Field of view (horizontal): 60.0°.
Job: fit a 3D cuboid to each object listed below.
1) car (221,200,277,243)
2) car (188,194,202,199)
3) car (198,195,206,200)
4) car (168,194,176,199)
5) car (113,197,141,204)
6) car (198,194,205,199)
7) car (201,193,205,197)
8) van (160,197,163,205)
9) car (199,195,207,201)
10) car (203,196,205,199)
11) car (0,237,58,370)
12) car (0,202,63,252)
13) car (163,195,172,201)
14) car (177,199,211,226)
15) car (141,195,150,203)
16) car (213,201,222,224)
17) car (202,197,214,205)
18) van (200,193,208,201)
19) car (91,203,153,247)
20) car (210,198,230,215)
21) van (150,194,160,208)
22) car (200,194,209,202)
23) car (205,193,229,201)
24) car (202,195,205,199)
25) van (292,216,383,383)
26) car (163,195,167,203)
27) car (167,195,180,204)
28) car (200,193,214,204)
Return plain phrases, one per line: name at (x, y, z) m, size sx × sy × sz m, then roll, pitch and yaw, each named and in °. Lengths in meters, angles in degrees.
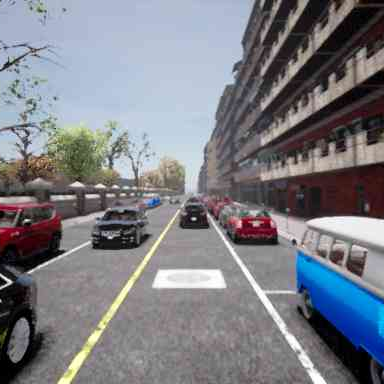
car at (2.694, 1.395, 15.875) m, size 1.967 × 1.590 × 4.097 m, roll 0°, pitch 0°, yaw 0°
car at (0.103, 1.394, 45.274) m, size 1.837 × 1.490 × 4.892 m, roll 0°, pitch 0°, yaw 0°
car at (2.698, 1.390, 89.068) m, size 2.008 × 1.369 × 4.403 m, roll 0°, pitch 0°, yaw 0°
car at (-5.682, 1.400, 94.700) m, size 1.947 × 1.339 × 4.313 m, roll 0°, pitch 0°, yaw 0°
car at (-5.686, 1.367, 27.137) m, size 1.967 × 1.590 × 4.097 m, roll 0°, pitch 0°, yaw 0°
car at (2.699, 1.379, 94.699) m, size 1.887 × 1.381 × 4.507 m, roll 0°, pitch 0°, yaw 0°
car at (2.696, 1.322, 49.655) m, size 1.967 × 1.590 × 4.097 m, roll 0°, pitch 0°, yaw 0°
van at (-5.684, 1.223, 49.655) m, size 1.690 × 1.788 × 3.998 m, roll 0°, pitch 0°, yaw 0°
car at (2.697, 1.410, 83.438) m, size 1.947 × 1.339 × 4.313 m, roll 0°, pitch 0°, yaw 0°
car at (2.695, 1.453, 38.396) m, size 2.008 × 1.369 × 4.403 m, roll 0°, pitch 0°, yaw 0°
car at (-3.098, 1.497, 2.863) m, size 1.837 × 1.490 × 4.892 m, roll 0°, pitch 0°, yaw 0°
car at (-5.687, 1.285, 10.245) m, size 2.192 × 1.841 × 5.009 m, roll 0°, pitch 0°, yaw 0°
car at (-5.683, 1.375, 77.638) m, size 1.752 × 1.417 × 4.829 m, roll 0°, pitch 0°, yaw 0°
car at (0.105, 1.464, 22.512) m, size 1.812 × 1.442 × 4.674 m, roll 0°, pitch 0°, yaw 0°
car at (-5.685, 1.355, 32.766) m, size 1.967 × 1.590 × 4.097 m, roll 0°, pitch 0°, yaw 0°
car at (2.694, 1.491, 21.506) m, size 2.008 × 1.369 × 4.403 m, roll 0°, pitch 0°, yaw 0°
car at (2.696, 1.455, 55.287) m, size 1.802 × 1.307 × 4.206 m, roll 0°, pitch 0°, yaw 0°
van at (2.698, 1.191, 77.807) m, size 1.690 × 1.788 × 3.998 m, roll 0°, pitch 0°, yaw 0°
car at (-3.084, 1.462, 14.990) m, size 1.837 × 1.490 × 4.892 m, roll 0°, pitch 0°, yaw 0°
car at (2.694, 1.472, 27.135) m, size 1.887 × 1.381 × 4.507 m, roll 0°, pitch 0°, yaw 0°
van at (-5.685, 1.233, 44.026) m, size 1.690 × 1.788 × 3.998 m, roll 0°, pitch 0°, yaw 0°
car at (2.697, 1.295, 72.176) m, size 1.967 × 1.590 × 4.097 m, roll 0°, pitch 0°, yaw 0°
car at (2.696, 1.229, 32.765) m, size 2.192 × 1.841 × 5.009 m, roll 0°, pitch 0°, yaw 0°
car at (2.695, 1.436, 44.026) m, size 1.887 × 1.381 × 4.507 m, roll 0°, pitch 0°, yaw 0°
van at (2.694, 1.327, 4.615) m, size 1.690 × 1.788 × 3.998 m, roll 0°, pitch 0°, yaw 0°
car at (-5.684, 1.424, 55.286) m, size 2.008 × 1.369 × 4.403 m, roll 0°, pitch 0°, yaw 0°
car at (-3.048, 1.361, 58.062) m, size 2.128 × 1.511 × 4.902 m, roll 0°, pitch 0°, yaw 1°
car at (2.696, 1.182, 60.915) m, size 2.192 × 1.841 × 5.009 m, roll 0°, pitch 0°, yaw 0°
